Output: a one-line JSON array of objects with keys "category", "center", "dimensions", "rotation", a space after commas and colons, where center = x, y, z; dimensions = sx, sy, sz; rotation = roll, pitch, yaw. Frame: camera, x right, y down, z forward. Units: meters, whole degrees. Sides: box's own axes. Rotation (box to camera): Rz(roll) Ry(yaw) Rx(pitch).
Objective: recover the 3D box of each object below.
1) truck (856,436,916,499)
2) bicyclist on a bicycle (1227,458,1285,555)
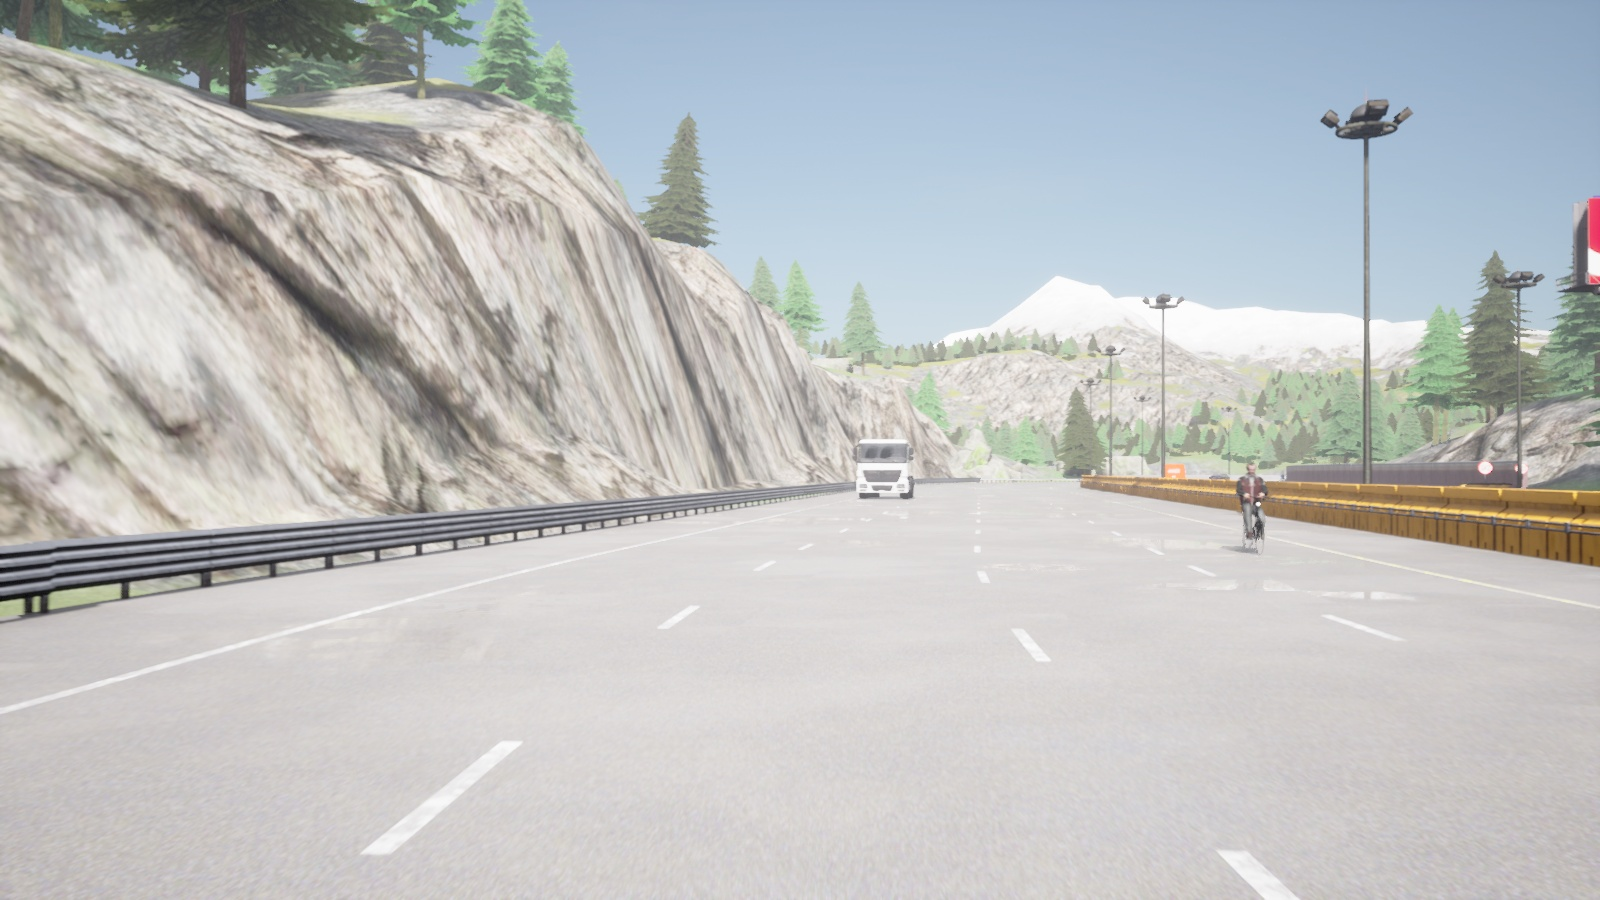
[{"category": "truck", "center": [5.078, 1.030, 72.741], "dimensions": [2.891, 3.462, 7.936], "rotation": [0, -1, 8]}, {"category": "bicyclist on a bicycle", "center": [8.714, 1.054, 24.073], "dimensions": [0.659, 1.776, 1.843], "rotation": [0, -1, 8]}]
